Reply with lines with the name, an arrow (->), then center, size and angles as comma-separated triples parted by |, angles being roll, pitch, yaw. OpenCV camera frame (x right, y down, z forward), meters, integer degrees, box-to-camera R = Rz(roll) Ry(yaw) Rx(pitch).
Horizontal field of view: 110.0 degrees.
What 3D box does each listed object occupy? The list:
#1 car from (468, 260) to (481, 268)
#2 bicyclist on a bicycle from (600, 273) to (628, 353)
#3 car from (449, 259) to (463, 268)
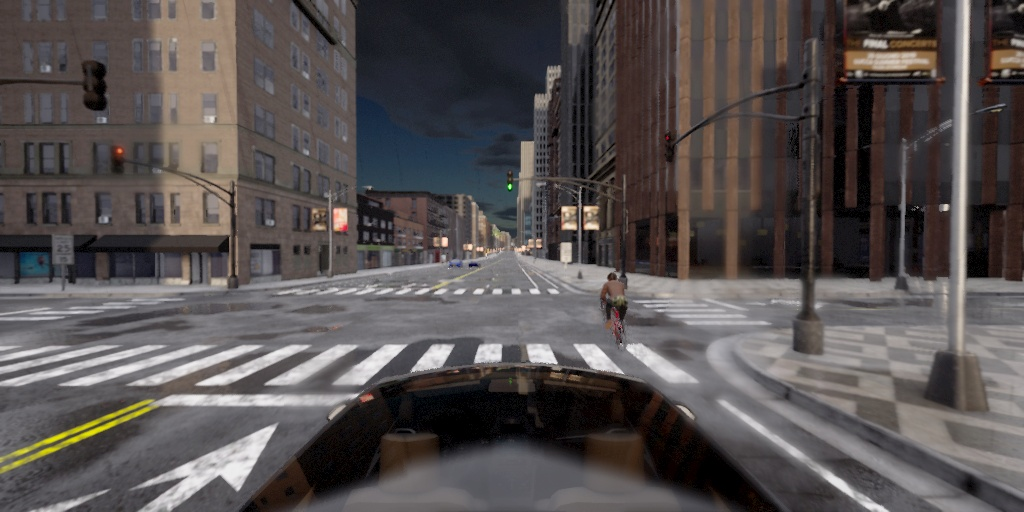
car -> -6.499, 1.402, 62.344 | 1.895, 1.301, 4.718 | 0, 0, 0
bicyclist on a bicycle -> 2.251, 1.209, 7.917 | 0.582, 1.620, 1.656 | 0, 0, 0
car -> -9.749, 1.279, 62.374 | 1.882, 1.535, 5.008 | 0, 0, 0
